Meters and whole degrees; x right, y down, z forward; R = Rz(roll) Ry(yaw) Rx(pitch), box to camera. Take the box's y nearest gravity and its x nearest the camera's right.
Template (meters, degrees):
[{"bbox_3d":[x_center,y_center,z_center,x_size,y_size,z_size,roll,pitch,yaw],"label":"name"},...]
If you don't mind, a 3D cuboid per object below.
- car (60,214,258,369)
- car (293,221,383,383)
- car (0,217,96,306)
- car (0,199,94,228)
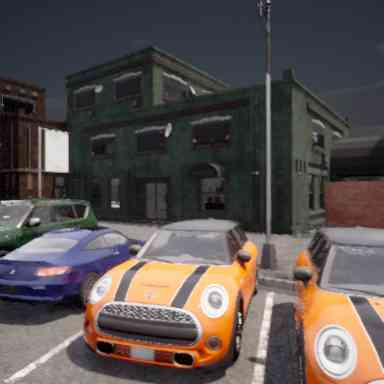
[{"bbox_3d":[0.021,1.360,6.127,2.185,1.767,4.553,1,-1,16],"label":"car"},{"bbox_3d":[2.461,1.361,4.380,2.185,1.767,4.553,1,-1,16],"label":"car"},{"bbox_3d":[-2.436,1.526,7.842,2.002,1.452,4.674,0,-1,16],"label":"car"},{"bbox_3d":[-4.861,1.235,9.572,2.435,2.045,5.566,1,-1,15],"label":"car"}]
